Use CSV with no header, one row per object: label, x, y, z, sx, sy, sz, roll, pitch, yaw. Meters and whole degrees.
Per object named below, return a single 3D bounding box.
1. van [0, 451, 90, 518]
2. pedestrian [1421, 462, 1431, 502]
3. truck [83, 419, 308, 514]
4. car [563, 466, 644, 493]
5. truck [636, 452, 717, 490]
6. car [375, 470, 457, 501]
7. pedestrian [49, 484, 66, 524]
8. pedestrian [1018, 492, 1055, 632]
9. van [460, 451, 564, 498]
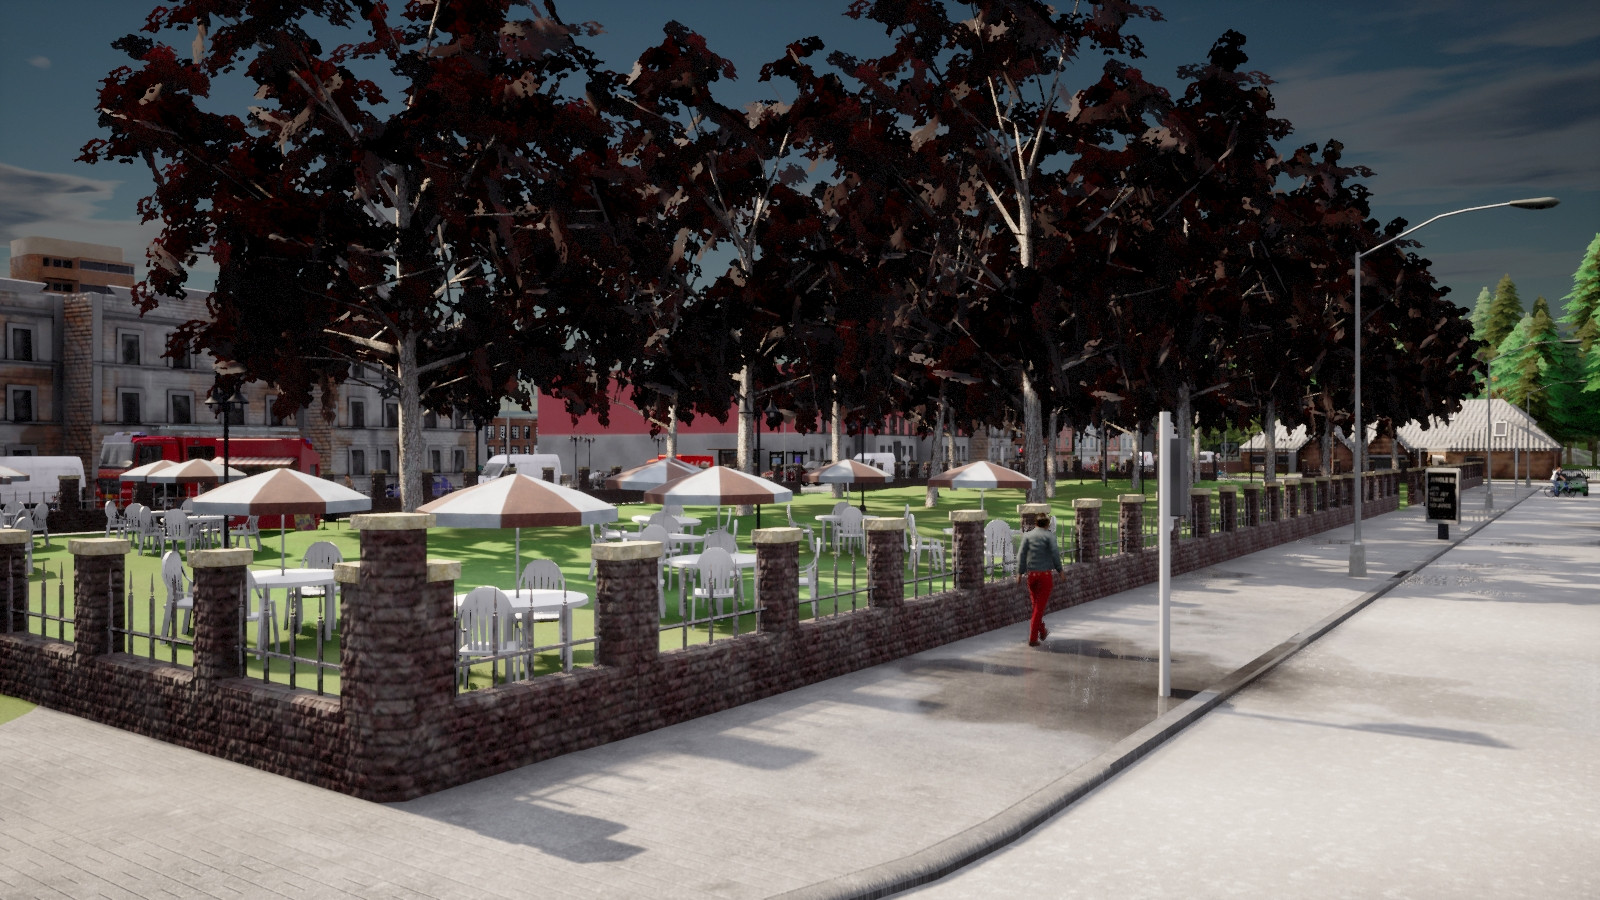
van,-31.021,1.314,44.007,1.988,2.561,5.915,0,0,35
pedestrian,29.762,1.525,54.348,0.375,1.860,0.375,0,0,35
truck,-26.598,0.670,50.778,2.891,3.827,8.468,0,0,35
car,-12.166,1.814,71.050,2.097,1.535,5.006,0,0,35
truck,-8.233,1.348,76.671,2.627,2.467,5.204,0,0,35
car,-20.045,1.818,59.739,1.845,1.501,3.633,0,0,35
pedestrian,-24.706,1.805,38.021,0.375,1.300,0.375,0,0,39
pedestrian,3.237,1.517,15.626,0.375,1.860,0.375,0,0,37
van,-16.329,1.314,65.083,1.988,2.561,5.915,0,0,35
